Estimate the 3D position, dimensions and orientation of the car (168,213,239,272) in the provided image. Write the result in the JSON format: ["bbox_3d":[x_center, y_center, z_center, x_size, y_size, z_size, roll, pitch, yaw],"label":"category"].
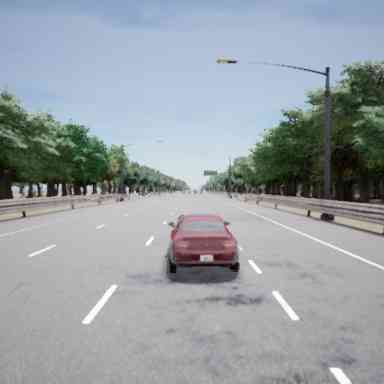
[{"bbox_3d":[0.254,1.351,10.119,1.812,1.442,4.674,0,1,-2],"label":"car"}]
